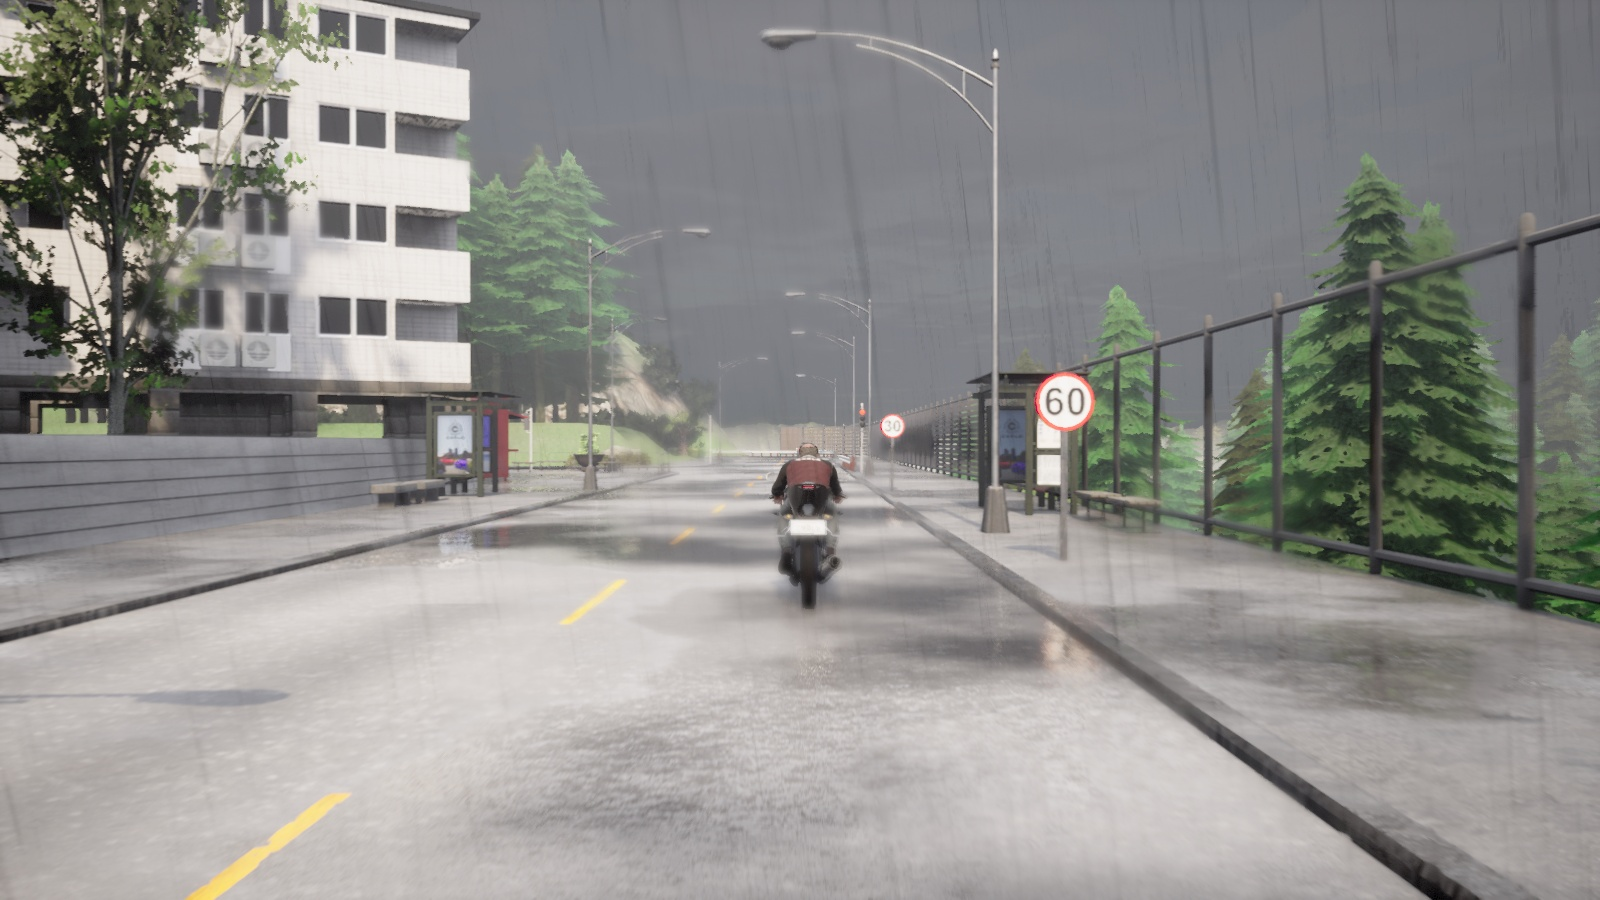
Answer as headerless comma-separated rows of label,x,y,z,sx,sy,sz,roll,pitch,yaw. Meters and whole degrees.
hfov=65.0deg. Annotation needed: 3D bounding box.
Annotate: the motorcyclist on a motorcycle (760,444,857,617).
motorcyclist on a motorcycle,0.082,0.712,12.252,0.866,1.530,2.191,0,0,0
